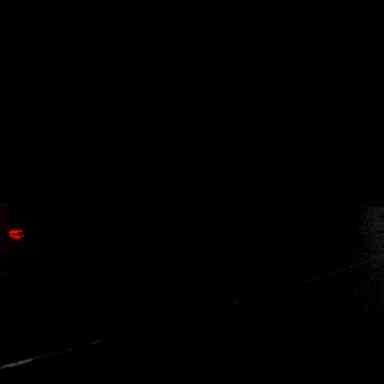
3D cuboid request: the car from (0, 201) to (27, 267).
[{"bbox_3d":[-6.939,1.241,7.745,5.566,2.045,2.150,0,0,-36],"label":"car"}]
